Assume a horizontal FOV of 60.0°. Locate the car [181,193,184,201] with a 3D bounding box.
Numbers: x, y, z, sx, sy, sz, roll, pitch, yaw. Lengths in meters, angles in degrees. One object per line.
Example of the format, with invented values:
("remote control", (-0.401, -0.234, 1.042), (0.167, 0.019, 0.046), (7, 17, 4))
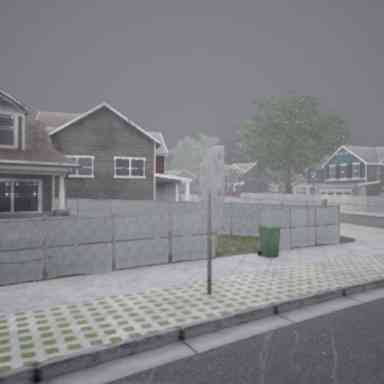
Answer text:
("car", (-1.317, 0.951, 56.211), (2.033, 1.411, 5.357), (0, 1, -25))
